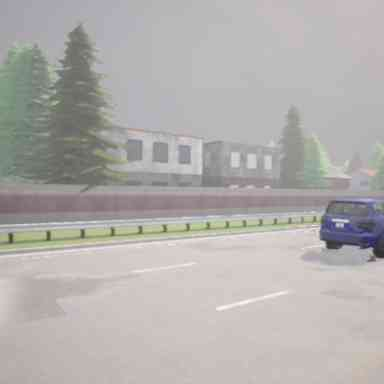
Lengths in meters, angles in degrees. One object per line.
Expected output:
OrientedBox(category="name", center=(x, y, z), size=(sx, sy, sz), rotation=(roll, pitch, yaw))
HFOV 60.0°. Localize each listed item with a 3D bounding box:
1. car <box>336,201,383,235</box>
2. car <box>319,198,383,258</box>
OrientedBox(category="car", center=(10.910, 1.443, 19.932), size=(4.553, 1.767, 2.097), rotation=(1, 0, -35))
OrientedBox(category="car", center=(7.374, 1.282, 13.181), size=(5.566, 2.045, 2.150), rotation=(1, 0, -35))
